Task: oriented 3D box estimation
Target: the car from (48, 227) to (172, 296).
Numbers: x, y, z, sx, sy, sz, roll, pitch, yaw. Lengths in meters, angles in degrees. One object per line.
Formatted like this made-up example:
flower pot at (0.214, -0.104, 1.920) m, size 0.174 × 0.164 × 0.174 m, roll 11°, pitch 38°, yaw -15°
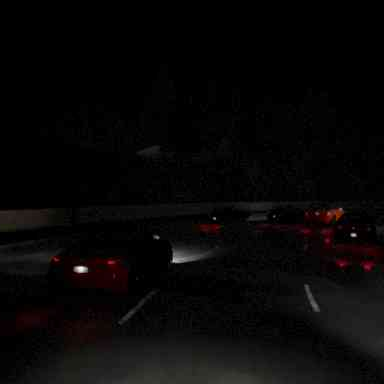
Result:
car at (-1.922, 1.628, 8.999) m, size 1.994 × 1.385 × 4.181 m, roll 0°, pitch -1°, yaw 12°

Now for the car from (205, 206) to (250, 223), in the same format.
car at (3.142, 1.861, 28.512) m, size 1.895 × 1.301 × 4.718 m, roll 0°, pitch -1°, yaw 36°

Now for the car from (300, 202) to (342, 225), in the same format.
car at (10.555, 1.642, 26.137) m, size 2.097 × 1.767 × 4.553 m, roll 0°, pitch 0°, yaw 39°

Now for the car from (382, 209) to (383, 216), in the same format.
car at (22.670, 2.016, 36.156) m, size 4.181 × 1.385 × 1.994 m, roll 1°, pitch -1°, yaw -31°

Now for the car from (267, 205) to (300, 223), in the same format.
car at (8.133, 1.821, 28.722) m, size 1.812 × 1.442 × 4.674 m, roll 0°, pitch -1°, yaw 40°

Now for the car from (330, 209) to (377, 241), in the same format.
car at (8.971, 1.813, 18.099) m, size 1.895 × 1.301 × 4.718 m, roll 0°, pitch -1°, yaw 30°
